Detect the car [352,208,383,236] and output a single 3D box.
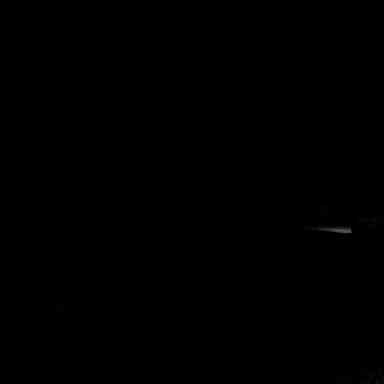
[{"bbox_3d":[9.355,1.460,15.450,1.812,1.442,4.674,0,0,-3],"label":"car"}]
